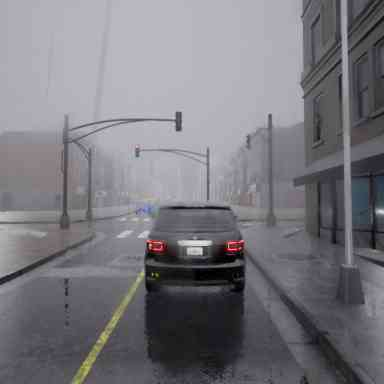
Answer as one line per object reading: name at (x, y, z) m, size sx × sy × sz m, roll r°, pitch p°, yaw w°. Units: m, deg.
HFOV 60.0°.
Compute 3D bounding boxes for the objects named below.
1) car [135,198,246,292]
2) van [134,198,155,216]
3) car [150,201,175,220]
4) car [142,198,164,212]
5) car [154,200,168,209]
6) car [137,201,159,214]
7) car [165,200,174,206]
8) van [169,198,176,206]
car at (0.084, 1.195, 8.991) m, size 2.150 × 2.045 × 5.566 m, roll 0°, pitch 0°, yaw 1°
van at (-5.226, 1.580, 36.775) m, size 1.690 × 1.788 × 3.998 m, roll 2°, pitch -1°, yaw 0°
car at (-2.631, 1.676, 30.911) m, size 1.837 × 1.490 × 4.892 m, roll 0°, pitch -1°, yaw 0°
car at (-5.208, 1.703, 45.080) m, size 2.192 × 1.841 × 5.009 m, roll 2°, pitch -1°, yaw 0°
car at (-5.194, 2.133, 55.654) m, size 1.887 × 1.381 × 4.507 m, roll 2°, pitch -1°, yaw 0°
car at (-5.226, 1.849, 40.091) m, size 2.008 × 1.369 × 4.403 m, roll 2°, pitch -1°, yaw 0°
car at (-5.151, 2.577, 76.811) m, size 1.887 × 1.381 × 4.507 m, roll 1°, pitch -1°, yaw 0°
van at (-5.126, 2.617, 87.393) m, size 1.690 × 1.788 × 3.998 m, roll 1°, pitch -1°, yaw 0°
